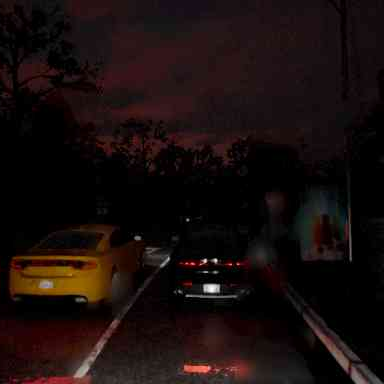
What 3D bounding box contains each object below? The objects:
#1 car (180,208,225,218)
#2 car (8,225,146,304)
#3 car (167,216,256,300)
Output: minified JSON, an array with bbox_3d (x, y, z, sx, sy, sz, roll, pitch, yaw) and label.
[{"bbox_3d":[1.227,2.328,26.812,2.150,2.045,5.566,-3,-5,34],"label":"car"},{"bbox_3d":[-2.435,1.554,8.349,1.882,1.535,5.008,0,-1,3],"label":"car"},{"bbox_3d":[0.500,1.577,8.542,1.837,1.490,4.892,0,-1,3],"label":"car"}]
